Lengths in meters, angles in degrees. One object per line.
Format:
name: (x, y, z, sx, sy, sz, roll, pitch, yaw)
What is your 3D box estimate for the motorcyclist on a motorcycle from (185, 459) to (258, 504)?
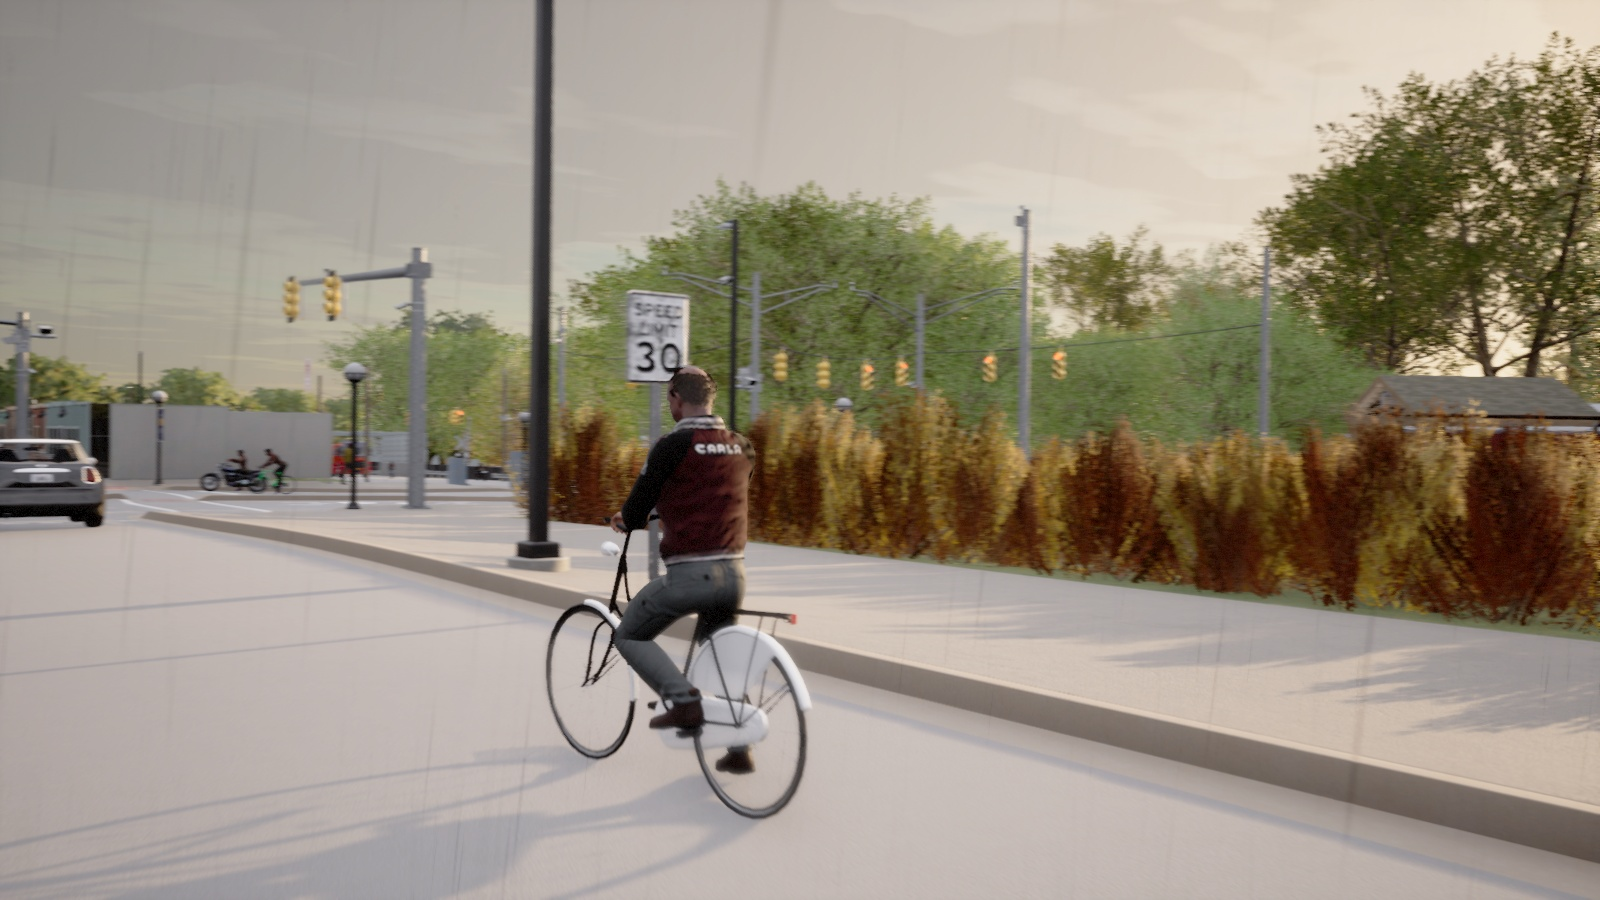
motorcyclist on a motorcycle: (-21.506, 1.164, 46.700, 2.350, 1.649, 0.766, 1, -2, -36)

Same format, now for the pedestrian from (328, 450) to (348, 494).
pedestrian: (-19.642, 0.919, 53.392, 0.726, 1.835, 0.370, -1, 1, -37)

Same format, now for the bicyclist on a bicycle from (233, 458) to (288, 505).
bicyclist on a bicycle: (-18.959, 1.108, 44.114, 1.656, 1.620, 0.582, 1, -1, -40)

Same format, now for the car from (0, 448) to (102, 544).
car: (-13.220, 0.756, 21.253, 1.970, 1.475, 3.806, -1, -1, -36)

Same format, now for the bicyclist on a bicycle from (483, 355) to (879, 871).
bicyclist on a bicycle: (-0.565, 0.551, 5.217, 0.659, 1.776, 1.843, -1, 1, -42)
